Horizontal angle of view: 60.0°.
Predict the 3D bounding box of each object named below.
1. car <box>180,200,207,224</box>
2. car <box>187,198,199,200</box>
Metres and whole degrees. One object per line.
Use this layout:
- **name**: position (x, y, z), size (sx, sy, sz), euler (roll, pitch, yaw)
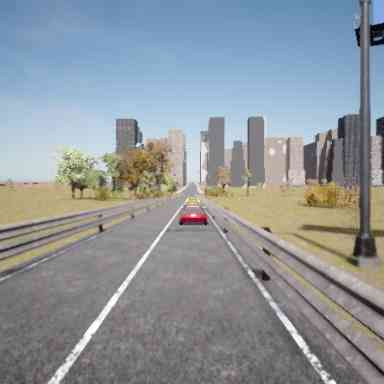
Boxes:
- **car**: position (0.107, 1.556, 24.641), size (1.994, 1.385, 4.181), euler (0, 0, 0)
- **car**: position (0.114, 1.464, 42.342), size (1.882, 1.535, 5.008), euler (0, 0, 0)
